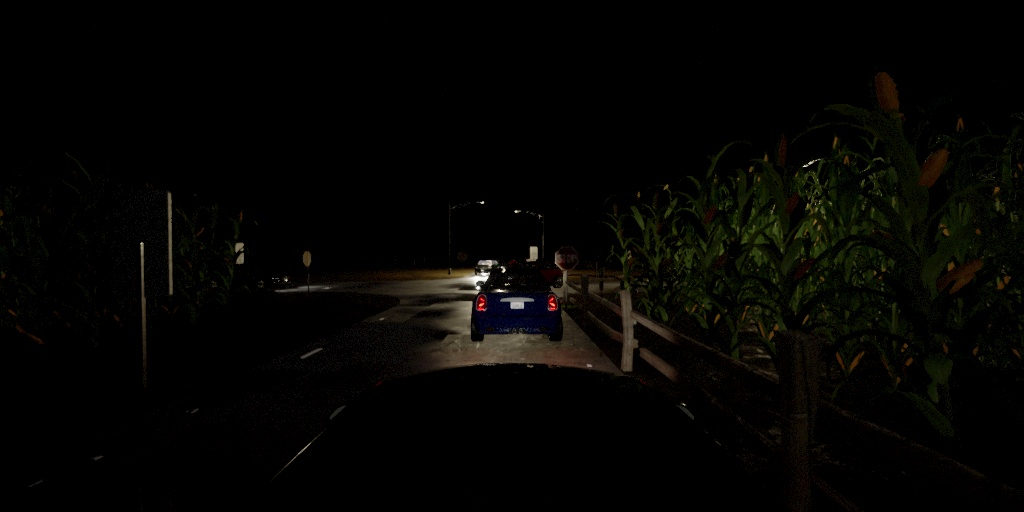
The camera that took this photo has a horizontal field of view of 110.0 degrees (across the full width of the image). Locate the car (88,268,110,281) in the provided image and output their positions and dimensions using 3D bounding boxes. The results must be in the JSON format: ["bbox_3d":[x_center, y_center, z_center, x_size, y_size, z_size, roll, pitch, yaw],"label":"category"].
[{"bbox_3d":[-25.617,1.367,22.498,4.181,1.385,1.994,0,1,1],"label":"car"}]

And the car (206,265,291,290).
[{"bbox_3d":[-16.559,1.286,22.466,4.892,1.490,1.837,0,1,0],"label":"car"}]

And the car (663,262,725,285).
[{"bbox_3d":[12.821,1.184,25.334,5.008,1.535,1.882,-1,1,-2],"label":"car"}]

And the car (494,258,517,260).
[{"bbox_3d":[0.899,1.115,21.488,4.553,1.767,2.097,0,0,-39],"label":"car"}]

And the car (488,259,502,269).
[{"bbox_3d":[-2.715,1.252,57.438,1.994,1.385,4.181,0,0,0],"label":"car"}]

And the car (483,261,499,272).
[{"bbox_3d":[-2.751,1.302,47.413,1.895,1.301,4.718,0,0,0],"label":"car"}]

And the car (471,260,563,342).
[{"bbox_3d":[0.058,1.097,9.972,2.097,1.767,4.553,0,0,-2],"label":"car"}]

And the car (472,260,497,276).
[{"bbox_3d":[-2.812,1.206,38.136,2.128,1.511,4.902,0,0,2],"label":"car"}]
